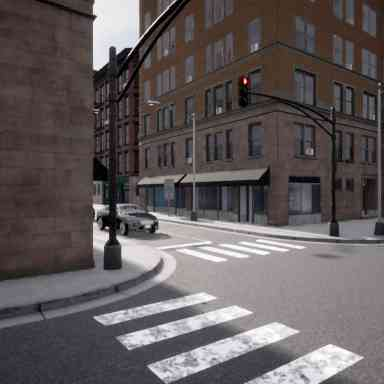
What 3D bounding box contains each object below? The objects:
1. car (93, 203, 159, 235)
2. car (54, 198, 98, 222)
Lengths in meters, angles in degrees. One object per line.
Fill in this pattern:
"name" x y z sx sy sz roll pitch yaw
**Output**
"car" -3.624 1.395 18.153 2.128 1.511 4.902 0 0 -37
"car" -9.110 1.323 25.863 1.882 1.535 5.008 0 0 -36
